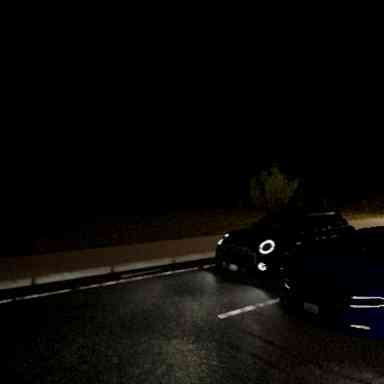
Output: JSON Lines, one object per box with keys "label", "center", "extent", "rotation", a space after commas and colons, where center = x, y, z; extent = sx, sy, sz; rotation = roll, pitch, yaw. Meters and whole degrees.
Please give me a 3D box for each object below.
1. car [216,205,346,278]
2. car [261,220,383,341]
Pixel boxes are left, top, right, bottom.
{"label": "car", "center": [2.872, 1.298, 9.693], "extent": [4.553, 1.767, 2.097], "rotation": [-1, 0, -35]}
{"label": "car", "center": [3.814, 1.432, 6.378], "extent": [5.008, 1.535, 1.882], "rotation": [0, 0, -35]}
